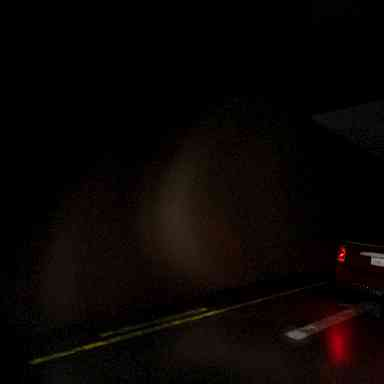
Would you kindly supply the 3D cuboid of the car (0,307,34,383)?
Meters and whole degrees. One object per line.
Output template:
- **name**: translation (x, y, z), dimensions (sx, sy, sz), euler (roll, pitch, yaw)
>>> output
- **car**: translation (-3.625, 1.219, 1.219), dimensions (5.566, 2.045, 2.150), euler (0, 0, -34)

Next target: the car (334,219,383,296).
- **car**: translation (5.288, 1.352, 7.552), dimensions (4.553, 1.767, 2.097), euler (0, 0, -35)
